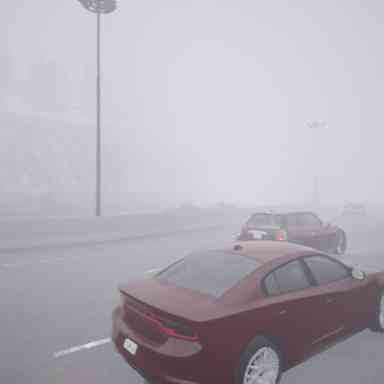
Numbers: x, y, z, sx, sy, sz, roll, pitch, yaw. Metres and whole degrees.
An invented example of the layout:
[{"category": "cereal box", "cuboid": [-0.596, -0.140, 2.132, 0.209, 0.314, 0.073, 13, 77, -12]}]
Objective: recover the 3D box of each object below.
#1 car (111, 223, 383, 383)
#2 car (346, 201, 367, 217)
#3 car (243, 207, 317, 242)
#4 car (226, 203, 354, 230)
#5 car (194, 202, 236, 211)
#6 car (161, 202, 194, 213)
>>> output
[{"category": "car", "cuboid": [1.284, 1.502, 5.103, 5.008, 1.535, 1.882, 0, 0, -38]}, {"category": "car", "cuboid": [16.524, 1.628, 33.771, 1.882, 1.535, 5.008, 0, 0, 30]}, {"category": "car", "cuboid": [4.858, 1.609, 17.863, 1.812, 1.442, 4.674, 0, 0, 44]}, {"category": "car", "cuboid": [3.602, 1.407, 11.754, 4.553, 1.767, 2.097, 0, 0, -42]}, {"category": "car", "cuboid": [2.744, 1.666, 31.476, 2.128, 1.511, 4.902, 0, 0, 36]}, {"category": "car", "cuboid": [-0.990, 1.684, 32.447, 1.812, 1.442, 4.674, 0, -1, 39]}]
